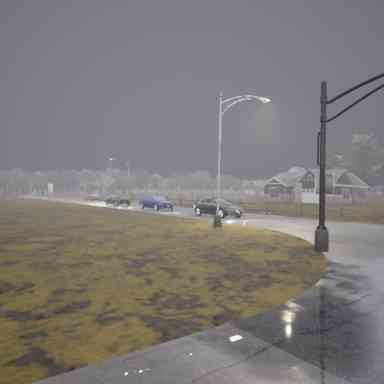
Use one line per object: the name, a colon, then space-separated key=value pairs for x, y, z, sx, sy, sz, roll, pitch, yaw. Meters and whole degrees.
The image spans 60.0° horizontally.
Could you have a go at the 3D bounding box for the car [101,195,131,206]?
car: x=-9.541 y=1.108 z=42.755 sx=1.895 sy=1.301 sz=4.718 roll=2 pitch=-1 yaw=-35

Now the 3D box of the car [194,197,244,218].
car: x=2.039 y=1.227 z=26.452 sx=1.837 sy=1.490 sz=4.892 roll=2 pitch=0 yaw=-35

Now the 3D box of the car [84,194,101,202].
car: x=-18.201 y=1.007 z=61.129 sx=2.033 sy=1.411 sz=5.357 roll=2 pitch=-1 yaw=-35

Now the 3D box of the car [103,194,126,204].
car: x=-12.404 y=1.088 z=52.977 sx=1.994 sy=1.385 sz=4.181 roll=2 pitch=-1 yaw=-35

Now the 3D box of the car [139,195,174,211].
car: x=-3.754 y=1.084 z=34.600 sx=1.882 sy=1.535 sz=5.008 roll=2 pitch=0 yaw=-36
